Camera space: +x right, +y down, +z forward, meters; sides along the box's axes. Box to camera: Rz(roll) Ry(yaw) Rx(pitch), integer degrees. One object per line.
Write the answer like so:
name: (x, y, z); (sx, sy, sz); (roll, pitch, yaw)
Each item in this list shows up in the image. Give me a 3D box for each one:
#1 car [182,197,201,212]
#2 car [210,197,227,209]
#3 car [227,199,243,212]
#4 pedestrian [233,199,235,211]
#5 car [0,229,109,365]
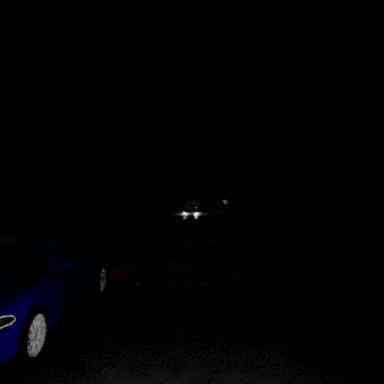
car: (0.027, 1.785, 47.920); (2.150, 2.045, 5.566); (0, -1, 7)
car: (4.364, 2.092, 57.759); (2.097, 1.767, 4.553); (0, -1, 11)
car: (6.193, 1.970, 46.449); (1.970, 1.475, 3.806); (0, -1, 7)
pedestrian: (6.196, 1.872, 48.830); (0.375, 1.860, 0.375); (-1, 0, -8)
car: (-2.995, 1.539, 6.163); (1.882, 1.535, 5.008); (0, -1, 1)
